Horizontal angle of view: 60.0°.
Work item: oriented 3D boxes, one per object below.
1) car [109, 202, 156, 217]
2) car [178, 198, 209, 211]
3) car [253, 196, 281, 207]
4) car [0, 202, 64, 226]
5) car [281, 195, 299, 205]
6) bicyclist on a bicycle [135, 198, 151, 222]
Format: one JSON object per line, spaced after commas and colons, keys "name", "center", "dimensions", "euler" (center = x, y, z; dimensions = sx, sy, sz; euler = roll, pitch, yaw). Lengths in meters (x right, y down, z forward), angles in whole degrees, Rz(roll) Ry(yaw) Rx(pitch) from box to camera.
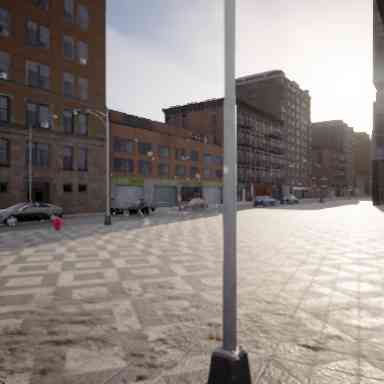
{"name": "car", "center": [-5.634, 1.572, 31.269], "dimensions": [1.895, 1.301, 4.718], "euler": [0, 0, 36]}
{"name": "car", "center": [0.264, 1.486, 39.423], "dimensions": [1.812, 1.442, 4.674], "euler": [0, 0, 36]}
{"name": "car", "center": [10.678, 1.302, 48.414], "dimensions": [2.097, 1.767, 4.553], "euler": [0, 0, 36]}
{"name": "car", "center": [-11.437, 1.474, 23.219], "dimensions": [2.128, 1.511, 4.902], "euler": [0, 0, 36]}
{"name": "car", "center": [16.675, 1.290, 56.736], "dimensions": [2.097, 1.767, 4.553], "euler": [0, 0, 36]}
{"name": "bicyclist on a bicycle", "center": [-3.492, 1.288, 23.578], "dimensions": [1.656, 1.620, 0.582], "euler": [0, 0, 36]}
